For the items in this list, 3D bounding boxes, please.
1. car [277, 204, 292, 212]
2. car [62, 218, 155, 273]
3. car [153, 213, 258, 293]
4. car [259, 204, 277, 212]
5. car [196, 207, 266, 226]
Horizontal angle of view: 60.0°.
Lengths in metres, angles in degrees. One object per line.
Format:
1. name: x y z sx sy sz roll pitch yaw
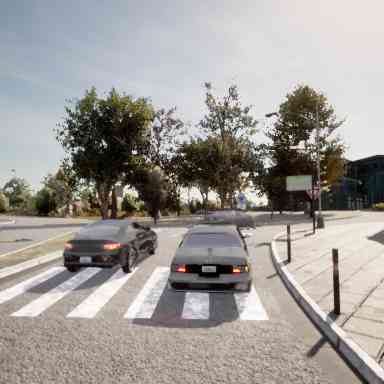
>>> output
1. car: 19.208 3.633 73.498 5.566 2.045 2.150 -4 -6 41
2. car: -2.409 1.554 10.679 1.812 1.442 4.674 -1 0 7
3. car: 0.599 1.543 8.979 2.033 1.411 5.357 -1 0 6
4. car: 15.370 3.827 72.607 1.837 1.490 4.892 4 -6 -43
5. car: 2.930 2.005 23.796 2.033 1.411 5.357 -4 -5 40
